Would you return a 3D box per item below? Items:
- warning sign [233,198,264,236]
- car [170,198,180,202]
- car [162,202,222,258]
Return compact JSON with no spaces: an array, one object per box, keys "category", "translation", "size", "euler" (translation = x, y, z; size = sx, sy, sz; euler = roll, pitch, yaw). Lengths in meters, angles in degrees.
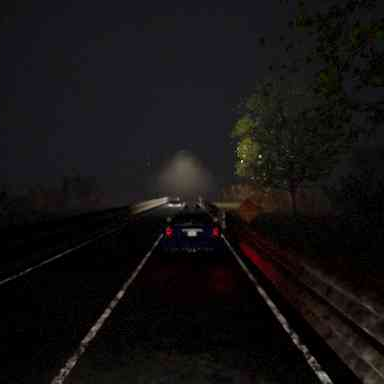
[{"category":"warning sign","translation":[2.831,1.224,16.817],"size":[1.300,1.860,1.060],"euler":[-1,-1,0]},{"category":"car","translation":[-3.249,1.789,64.545],"size":[1.895,1.301,4.718],"euler":[0,0,1]},{"category":"car","translation":[0.016,1.450,13.412],"size":[2.097,1.767,4.553],"euler":[0,0,0]}]
